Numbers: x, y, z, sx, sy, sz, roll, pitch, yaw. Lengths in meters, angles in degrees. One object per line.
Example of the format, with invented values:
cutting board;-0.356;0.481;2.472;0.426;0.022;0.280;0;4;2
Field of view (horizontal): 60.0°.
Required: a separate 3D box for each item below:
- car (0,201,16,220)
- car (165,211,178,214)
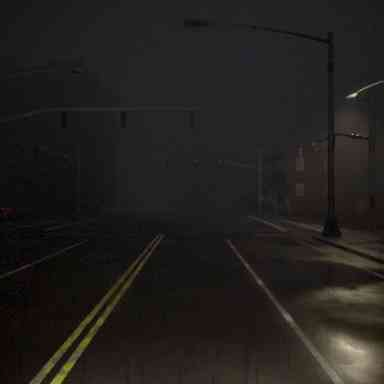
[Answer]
car;-19.251;1.674;31.287;4.553;1.767;2.097;0;-1;1
car;-3.541;4.071;57.345;1.837;1.490;4.892;0;-13;1
